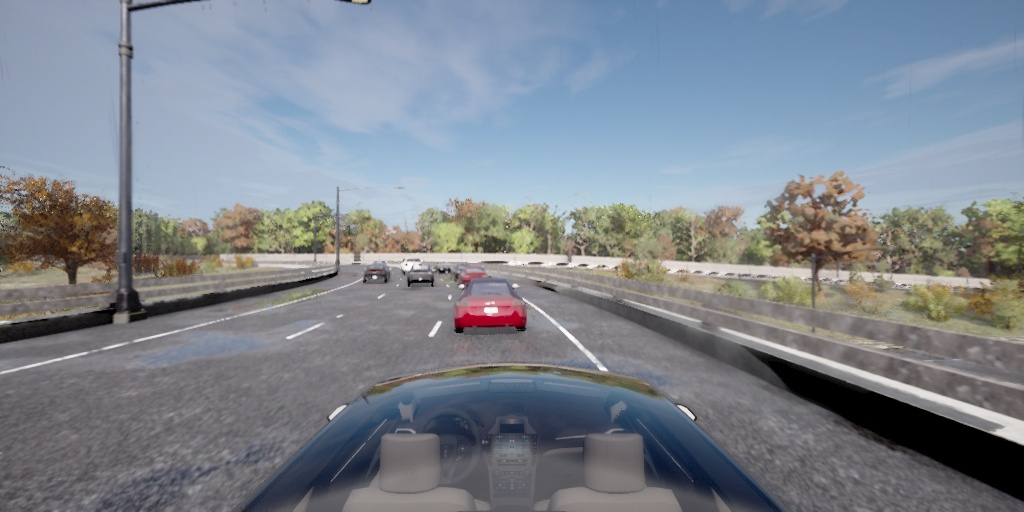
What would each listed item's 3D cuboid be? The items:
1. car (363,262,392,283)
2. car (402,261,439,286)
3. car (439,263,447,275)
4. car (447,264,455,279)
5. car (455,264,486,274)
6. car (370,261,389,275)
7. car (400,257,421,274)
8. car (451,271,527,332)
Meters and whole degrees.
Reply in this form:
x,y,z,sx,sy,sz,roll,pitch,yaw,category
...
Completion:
x,y,z,sx,sy,sz,roll,pitch,yaw,category
-11.188,1.395,29.879,1.837,1.490,4.892,0,0,-16,car
-6.657,1.356,26.351,2.128,1.511,4.902,0,0,-13,car
-8.135,1.533,42.595,1.895,1.301,4.718,0,0,-21,car
-4.244,1.402,30.998,1.812,1.442,4.674,0,0,-15,car
-2.530,1.369,23.529,1.812,1.442,4.674,0,-1,-11,car
-15.995,1.431,43.253,1.882,1.535,5.008,0,0,-23,car
-12.206,1.166,43.378,2.150,2.045,5.566,0,0,-22,car
-0.707,1.353,11.090,1.994,1.385,4.181,0,0,-5,car
